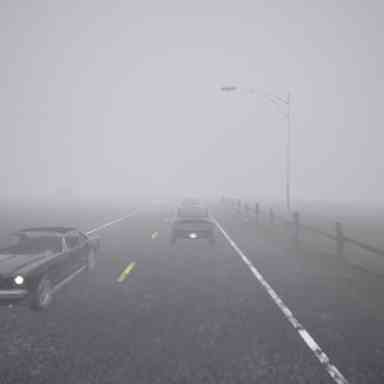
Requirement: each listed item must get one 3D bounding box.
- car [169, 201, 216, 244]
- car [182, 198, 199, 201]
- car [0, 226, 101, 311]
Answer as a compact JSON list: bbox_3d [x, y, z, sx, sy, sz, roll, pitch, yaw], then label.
[{"bbox_3d":[0.024,1.377,15.142,1.837,1.490,4.892,0,1,0],"label":"car"},{"bbox_3d":[-0.127,1.274,37.248,1.895,1.301,4.718,0,1,0],"label":"car"},{"bbox_3d":[-3.626,1.536,7.700,1.895,1.301,4.718,0,0,0],"label":"car"}]
